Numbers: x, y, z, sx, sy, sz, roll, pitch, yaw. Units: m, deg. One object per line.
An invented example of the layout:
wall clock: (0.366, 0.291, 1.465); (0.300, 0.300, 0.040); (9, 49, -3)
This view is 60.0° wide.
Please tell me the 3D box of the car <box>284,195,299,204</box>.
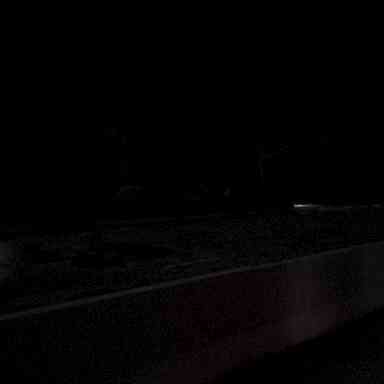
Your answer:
car: (12.062, 1.034, 46.021); (2.033, 1.411, 5.357); (-1, 1, -35)

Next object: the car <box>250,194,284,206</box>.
car: (9.067, 1.086, 44.196); (2.033, 1.411, 5.357); (-1, 1, -35)

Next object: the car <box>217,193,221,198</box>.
car: (5.427, 0.876, 70.310); (1.994, 1.385, 4.181); (-1, 1, -6)
